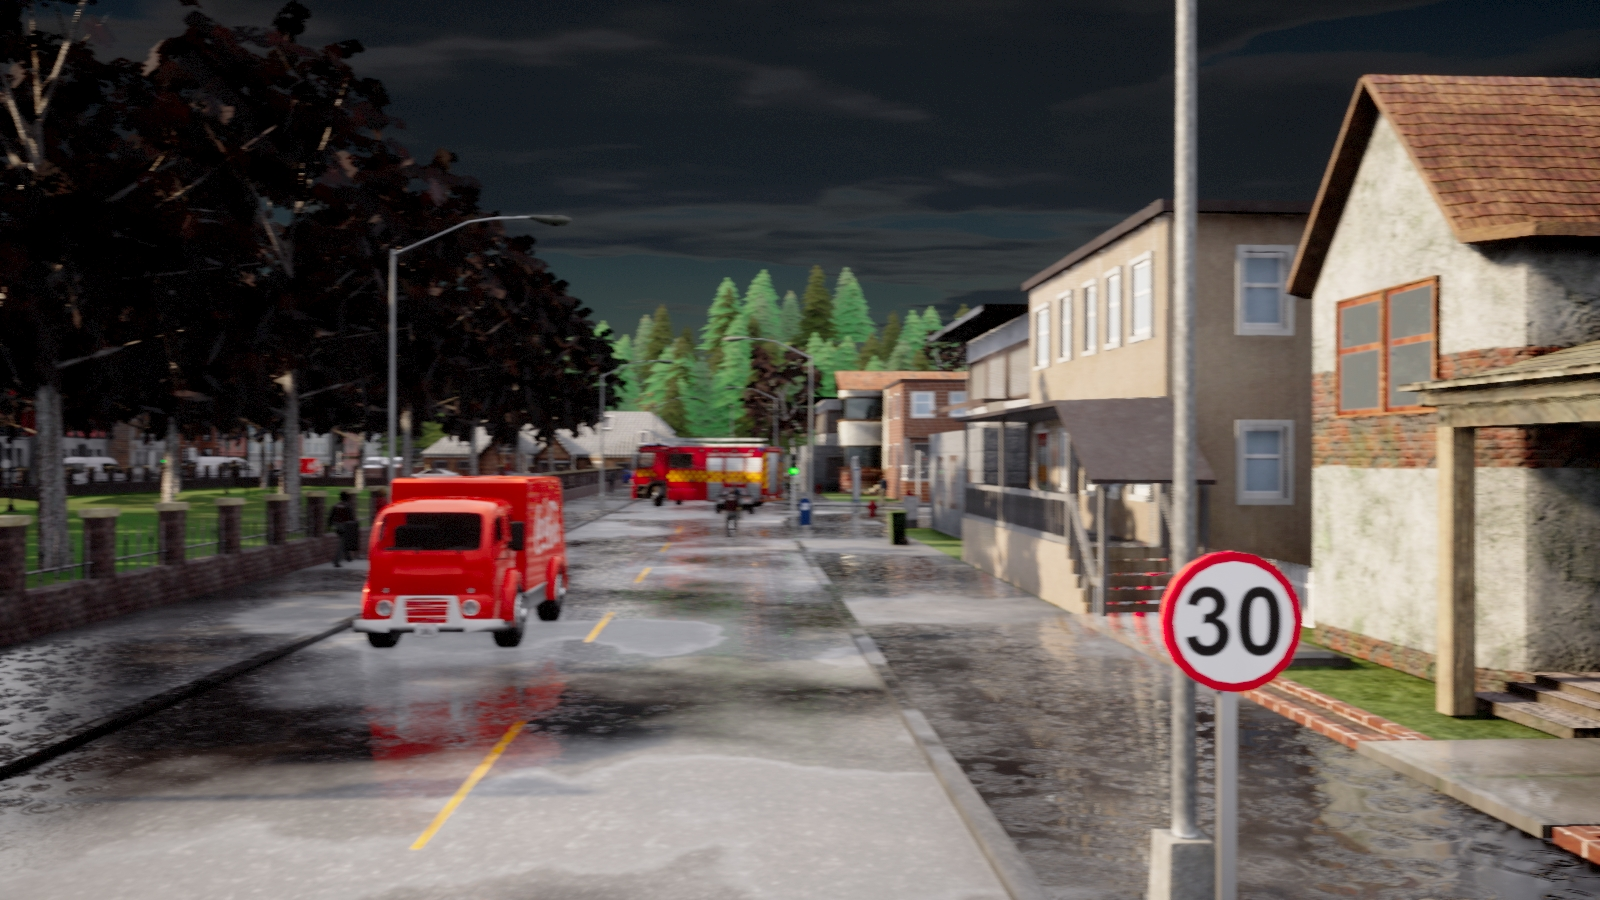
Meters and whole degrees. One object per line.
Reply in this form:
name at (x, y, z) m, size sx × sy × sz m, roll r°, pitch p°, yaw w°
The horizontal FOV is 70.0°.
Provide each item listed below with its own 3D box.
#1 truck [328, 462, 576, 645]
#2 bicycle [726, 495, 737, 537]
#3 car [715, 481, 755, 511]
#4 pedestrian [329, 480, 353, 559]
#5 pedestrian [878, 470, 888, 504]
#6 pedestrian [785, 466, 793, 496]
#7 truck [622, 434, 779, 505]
truck at (-5.255, 1.439, 18.217) m, size 2.627 × 2.467 × 5.204 m, roll 0°, pitch 0°, yaw -3°
bicycle at (-2.277, 2.165, 37.852) m, size 0.329 × 1.271 × 1.835 m, roll 0°, pitch 0°, yaw -3°
car at (-3.221, 2.274, 57.016) m, size 1.895 × 1.301 × 4.718 m, roll 0°, pitch 0°, yaw -3°
pedestrian at (-10.906, 1.645, 27.136) m, size 0.375 × 1.860 × 0.375 m, roll 0°, pitch 0°, yaw 9°
pedestrian at (4.591, 2.041, 63.228) m, size 0.375 × 1.860 × 0.375 m, roll 0°, pitch 0°, yaw -25°
pedestrian at (-0.665, 1.958, 71.955) m, size 0.375 × 1.860 × 0.375 m, roll 0°, pitch 0°, yaw 23°
truck at (-5.659, 1.043, 64.346) m, size 8.468 × 3.827 × 2.891 m, roll 0°, pitch 0°, yaw 25°
